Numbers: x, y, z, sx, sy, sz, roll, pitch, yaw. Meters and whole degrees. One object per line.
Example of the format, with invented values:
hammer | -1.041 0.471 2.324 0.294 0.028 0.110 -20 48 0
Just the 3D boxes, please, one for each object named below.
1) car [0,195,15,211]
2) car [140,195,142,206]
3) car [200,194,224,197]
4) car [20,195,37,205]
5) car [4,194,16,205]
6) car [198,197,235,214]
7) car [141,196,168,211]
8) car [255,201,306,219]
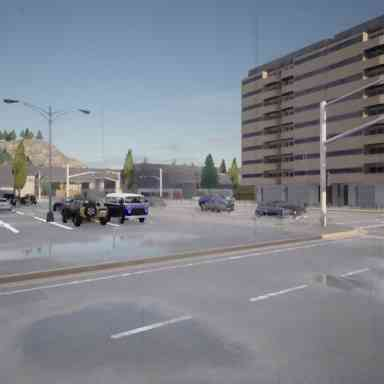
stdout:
car | -21.785 1.451 37.908 1.970 1.475 3.806 0 0 -35
car | -6.438 1.562 56.294 1.837 1.490 4.892 0 0 -35
car | 3.071 1.277 42.835 2.150 2.045 5.566 0 0 -35
car | -27.251 1.209 55.363 1.932 1.855 4.605 0 0 -35
car | -29.647 1.212 53.739 1.905 1.878 3.866 0 0 -35
car | 2.822 1.619 37.151 1.994 1.385 4.181 0 0 -35
car | -5.280 1.619 48.562 1.994 1.385 4.181 0 0 -35
car | 7.722 1.619 30.253 1.994 1.385 4.181 0 0 -35
